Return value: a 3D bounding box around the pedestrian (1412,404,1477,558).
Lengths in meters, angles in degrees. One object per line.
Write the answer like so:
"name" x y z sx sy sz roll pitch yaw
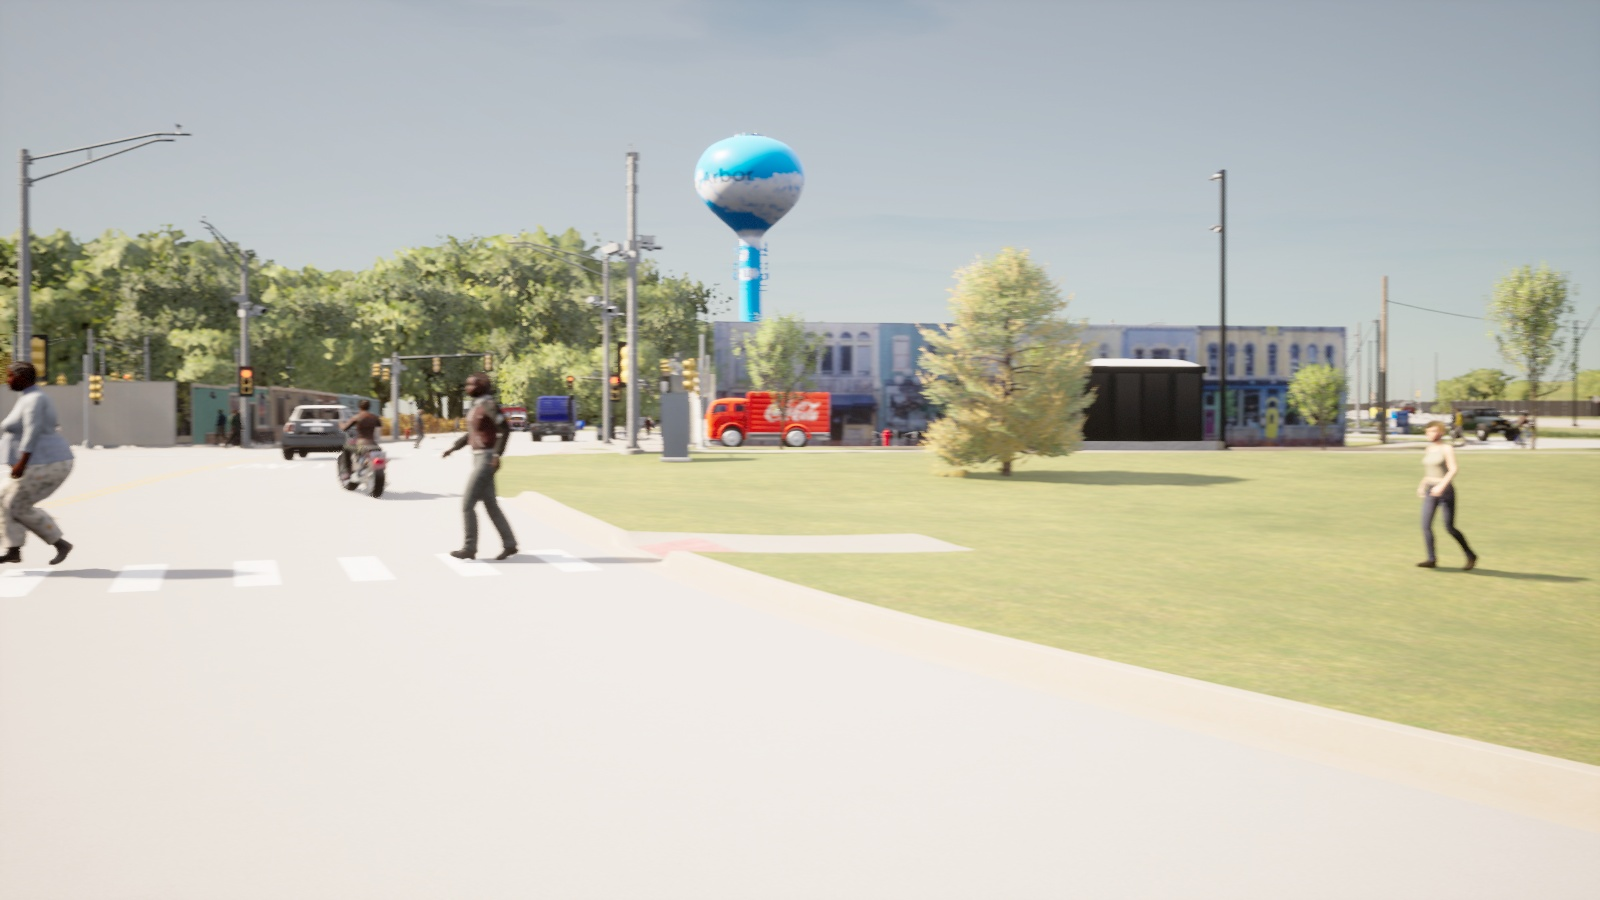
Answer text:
"pedestrian" 7.832 0.371 15.260 0.594 1.836 0.345 -1 1 -13

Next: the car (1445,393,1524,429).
"car" 37.148 -2.099 68.233 1.905 1.878 3.866 -1 1 -6

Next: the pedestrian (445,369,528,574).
"pedestrian" -3.029 0.195 12.141 0.666 1.930 0.402 -1 1 -27

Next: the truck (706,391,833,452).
"truck" -1.349 -1.208 53.264 5.204 2.467 2.627 -1 1 -4

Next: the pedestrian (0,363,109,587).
"pedestrian" -6.554 0.200 10.913 0.900 1.855 0.874 -1 1 -30

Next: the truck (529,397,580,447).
"truck" -17.897 -2.049 91.997 2.891 3.462 7.936 -1 1 -6

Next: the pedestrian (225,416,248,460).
"pedestrian" -25.094 -0.548 55.939 0.788 1.949 0.423 -1 1 -3

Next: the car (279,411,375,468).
"car" -13.079 -0.309 34.906 1.970 1.475 3.806 -1 1 -13

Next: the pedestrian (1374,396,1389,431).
"pedestrian" 31.315 -1.965 67.636 0.370 1.835 0.726 -1 1 -7

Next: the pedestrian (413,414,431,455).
"pedestrian" -17.111 -0.685 56.874 0.694 1.848 0.540 -1 1 -10

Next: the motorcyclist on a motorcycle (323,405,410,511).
"motorcyclist on a motorcycle" -7.245 0.081 20.913 0.766 1.649 2.350 -3 3 -33

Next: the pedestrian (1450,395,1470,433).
"pedestrian" 32.420 -1.778 61.684 0.431 1.840 0.709 -2 1 -42

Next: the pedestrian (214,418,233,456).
"pedestrian" -28.000 -0.644 60.976 0.370 1.835 0.726 -1 1 20
